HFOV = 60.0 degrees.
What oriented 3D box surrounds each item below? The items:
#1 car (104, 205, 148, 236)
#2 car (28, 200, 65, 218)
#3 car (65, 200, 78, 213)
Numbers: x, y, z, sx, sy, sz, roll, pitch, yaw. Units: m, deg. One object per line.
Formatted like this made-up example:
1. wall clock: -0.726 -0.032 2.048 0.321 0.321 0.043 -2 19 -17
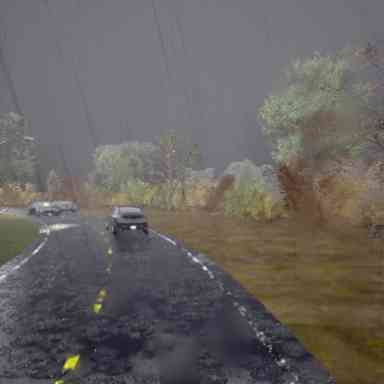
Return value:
1. car: -3.761 1.509 18.818 1.837 1.490 4.892 0 0 -20
2. car: -13.988 1.597 31.167 2.033 1.411 5.357 -1 0 -37
3. car: -14.185 1.584 35.900 2.033 1.411 5.357 -1 0 -42
